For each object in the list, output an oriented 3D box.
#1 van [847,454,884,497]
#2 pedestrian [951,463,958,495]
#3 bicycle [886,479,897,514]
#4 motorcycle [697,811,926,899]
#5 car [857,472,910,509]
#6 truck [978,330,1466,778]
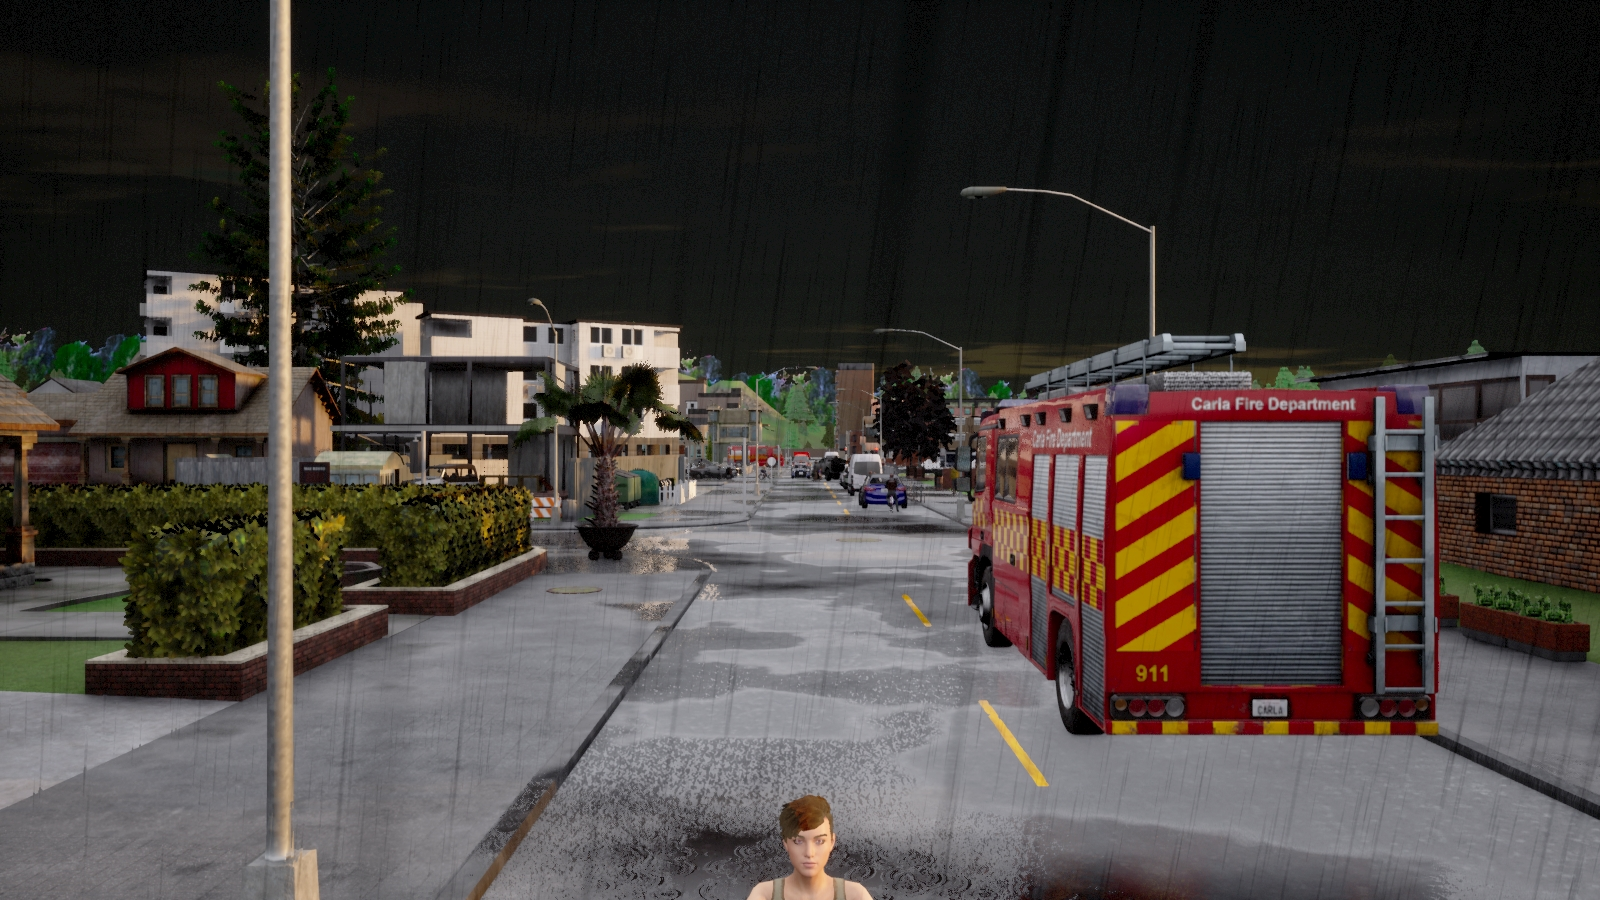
[{"bbox_3d":[4.045,1.534,71.355,1.988,2.561,5.915,0,0,0],"label":"van"},{"bbox_3d":[9.302,1.744,68.842,0.375,1.860,0.375,0,0,0],"label":"pedestrian"},{"bbox_3d":[4.077,2.060,50.936,0.329,1.471,1.835,0,0,0],"label":"bicycle"},{"bbox_3d":[0.039,2.155,3.558,0.764,1.307,2.356,0,0,0],"label":"motorcycle"},{"bbox_3d":[4.046,1.967,56.171,2.242,1.667,4.611,0,0,0],"label":"car"},{"bbox_3d":[4.261,0.890,13.995,2.891,3.827,8.468,0,0,0],"label":"truck"}]
